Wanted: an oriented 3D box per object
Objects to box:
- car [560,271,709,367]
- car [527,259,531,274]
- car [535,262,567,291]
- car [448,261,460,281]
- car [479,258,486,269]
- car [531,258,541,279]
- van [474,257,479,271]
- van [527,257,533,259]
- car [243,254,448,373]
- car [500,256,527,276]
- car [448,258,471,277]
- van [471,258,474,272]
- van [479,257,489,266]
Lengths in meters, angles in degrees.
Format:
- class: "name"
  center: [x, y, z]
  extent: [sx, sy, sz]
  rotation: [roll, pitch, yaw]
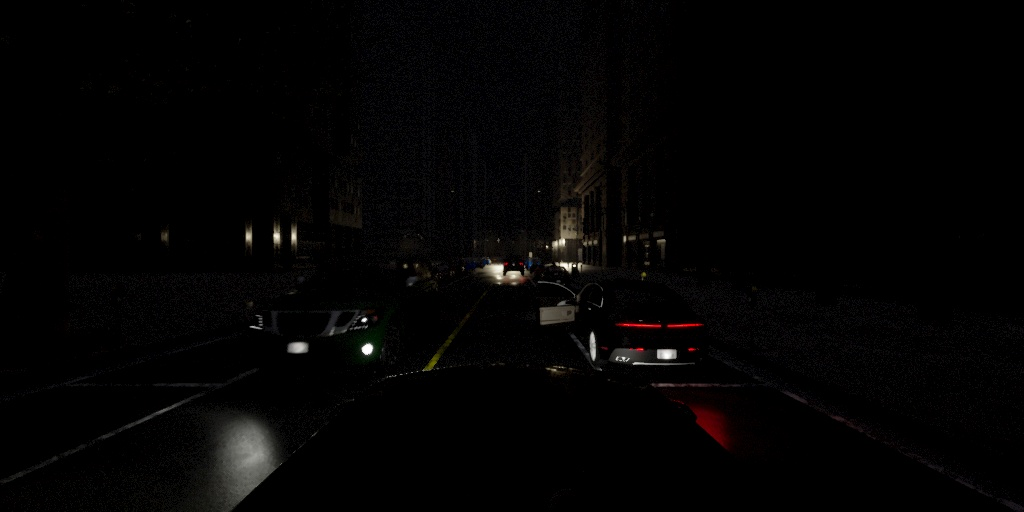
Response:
- class: "car"
  center: [2.372, 1.254, 7.900]
  extent: [1.837, 1.490, 4.892]
  rotation: [0, 0, 0]
- class: "car"
  center: [2.869, 1.305, 40.908]
  extent: [2.007, 1.370, 4.403]
  rotation: [0, 0, 0]
- class: "car"
  center: [2.823, 1.302, 23.875]
  extent: [2.007, 1.370, 4.403]
  rotation: [0, 0, 0]
- class: "car"
  center: [-5.687, 1.334, 29.567]
  extent: [1.802, 1.307, 4.207]
  rotation: [0, 0, 0]
- class: "car"
  center: [-5.610, 1.343, 57.954]
  extent: [1.802, 1.307, 4.207]
  rotation: [0, 0, 0]
- class: "car"
  center: [2.838, 1.192, 29.552]
  extent: [1.967, 1.591, 4.097]
  rotation: [0, 0, 0]
- class: "van"
  center: [-5.641, 1.097, 46.599]
  extent: [1.690, 1.789, 3.998]
  rotation: [0, 0, 0]
- class: "van"
  center: [2.884, 1.097, 46.586]
  extent: [1.690, 1.789, 3.998]
  rotation: [0, 0, 0]
- class: "car"
  center: [-3.082, 0.971, 7.940]
  extent: [2.150, 2.045, 5.566]
  rotation: [0, 0, 0]
- class: "car"
  center: [0.181, 0.974, 38.299]
  extent: [2.150, 2.045, 5.566]
  rotation: [0, 0, 0]
- class: "car"
  center: [-5.672, 1.068, 35.244]
  extent: [2.192, 1.841, 5.009]
  rotation: [0, 0, 0]
- class: "van"
  center: [-5.656, 1.095, 40.922]
  extent: [1.690, 1.789, 3.998]
  rotation: [0, 0, 0]
- class: "van"
  center: [-5.595, 1.104, 63.632]
  extent: [1.690, 1.789, 3.998]
  rotation: [0, 0, 0]
